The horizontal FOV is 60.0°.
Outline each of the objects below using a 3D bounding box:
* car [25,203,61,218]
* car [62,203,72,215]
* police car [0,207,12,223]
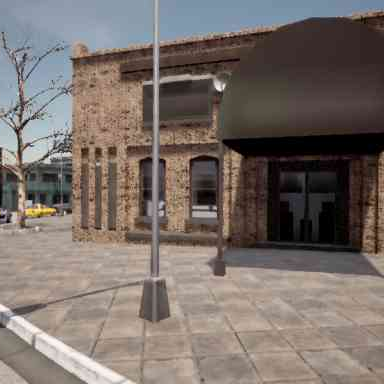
[{"bbox_3d":[-16.626,2.003,36.222,1.801,1.575,5.366,0,-1,4],"label":"car"},{"bbox_3d":[-15.897,2.155,41.588,1.837,1.490,4.892,0,-1,12],"label":"car"},{"bbox_3d":[-16.158,1.818,26.827,1.930,1.638,5.238,0,-1,-10],"label":"police car"}]
